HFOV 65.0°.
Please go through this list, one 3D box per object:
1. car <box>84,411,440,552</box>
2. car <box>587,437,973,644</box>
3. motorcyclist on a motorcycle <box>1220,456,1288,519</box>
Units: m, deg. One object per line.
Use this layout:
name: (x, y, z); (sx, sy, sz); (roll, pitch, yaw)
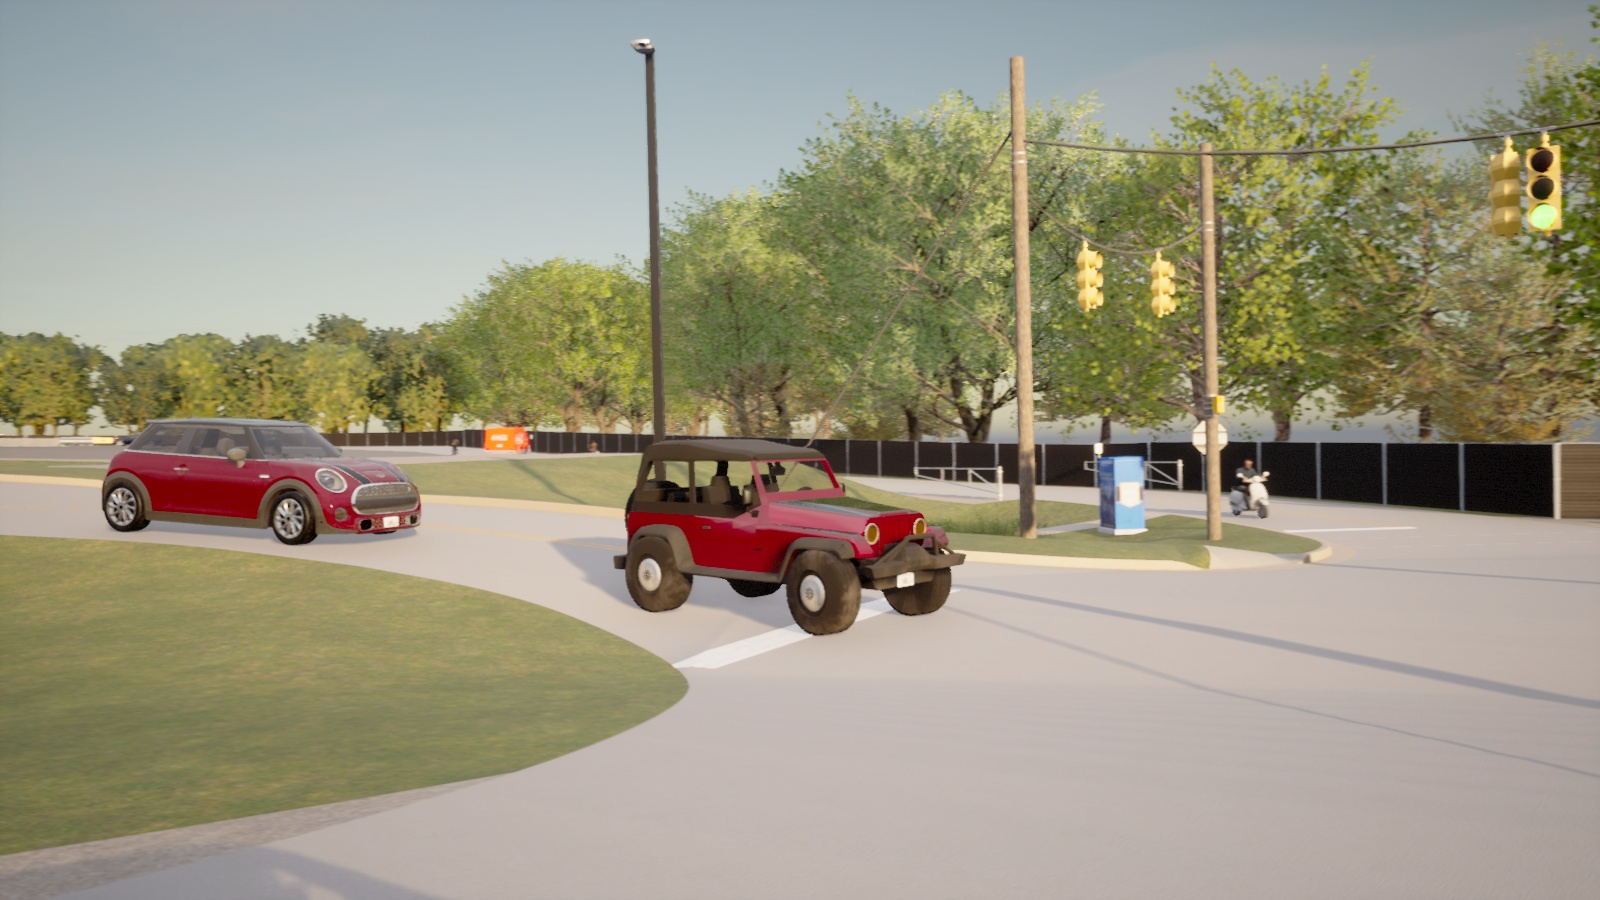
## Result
car: (-7.806, 0.374, 18.272); (4.553, 1.767, 2.097); (2, 2, 20)
car: (-0.295, 0.821, 13.612); (3.866, 1.878, 1.905); (1, 2, 40)
motorcyclist on a motorcycle: (12.163, 0.979, 33.683); (0.866, 1.590, 1.817); (-2, 1, -11)
